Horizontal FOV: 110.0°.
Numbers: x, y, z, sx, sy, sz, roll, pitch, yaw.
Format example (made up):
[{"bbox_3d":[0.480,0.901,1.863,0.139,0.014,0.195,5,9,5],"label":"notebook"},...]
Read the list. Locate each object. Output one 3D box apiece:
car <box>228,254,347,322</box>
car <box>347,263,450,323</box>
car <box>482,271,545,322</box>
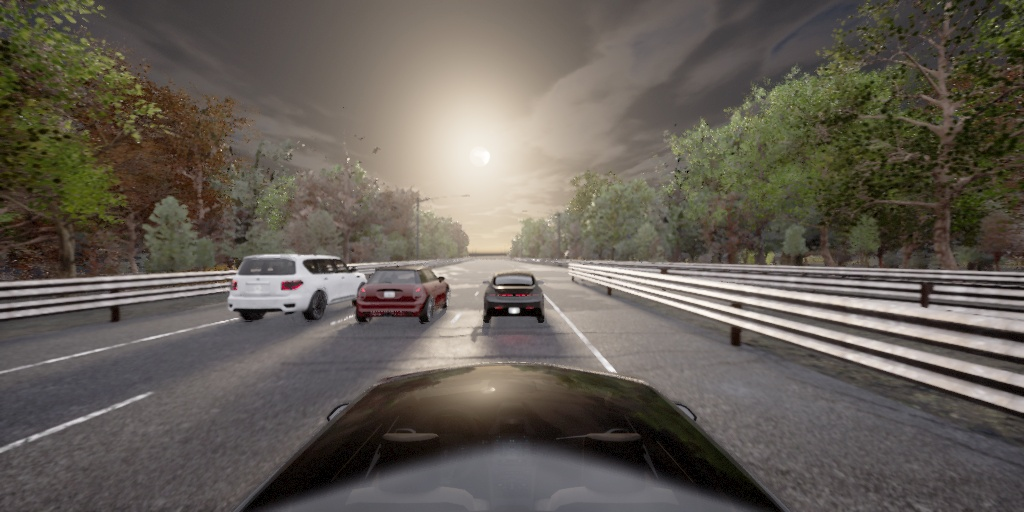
[{"bbox_3d":[-6.951,0.971,12.453,2.150,2.045,5.566,0,0,0],"label":"car"},{"bbox_3d":[-3.453,1.100,12.190,2.097,1.767,4.553,0,0,0],"label":"car"},{"bbox_3d":[0.048,1.252,12.301,1.837,1.490,4.892,0,0,0],"label":"car"}]
